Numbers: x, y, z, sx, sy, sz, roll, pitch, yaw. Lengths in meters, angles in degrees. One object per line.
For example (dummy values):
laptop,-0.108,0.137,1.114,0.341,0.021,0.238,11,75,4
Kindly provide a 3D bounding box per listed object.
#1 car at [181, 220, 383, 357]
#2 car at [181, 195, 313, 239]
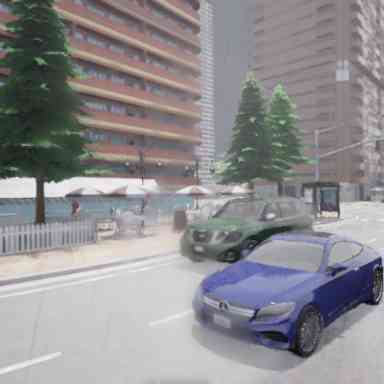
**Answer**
car,2.075,1.508,6.227,4.674,1.442,1.812,-1,0,-44
car,2.113,1.206,11.186,2.150,2.045,5.566,0,0,44
